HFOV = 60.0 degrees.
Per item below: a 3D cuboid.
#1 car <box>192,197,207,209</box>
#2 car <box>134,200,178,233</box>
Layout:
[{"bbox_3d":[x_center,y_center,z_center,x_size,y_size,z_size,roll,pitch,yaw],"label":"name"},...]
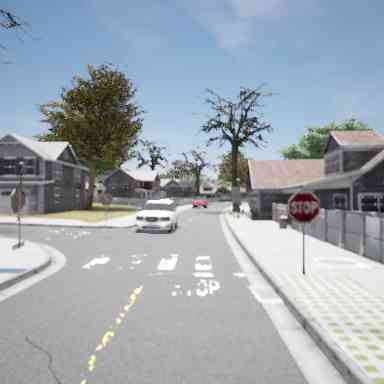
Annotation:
[{"bbox_3d":[1.411,1.820,57.927,2.150,2.045,5.566,0,-1,8],"label":"car"},{"bbox_3d":[-2.119,1.539,21.385,2.150,2.045,5.566,1,-1,3],"label":"car"}]
